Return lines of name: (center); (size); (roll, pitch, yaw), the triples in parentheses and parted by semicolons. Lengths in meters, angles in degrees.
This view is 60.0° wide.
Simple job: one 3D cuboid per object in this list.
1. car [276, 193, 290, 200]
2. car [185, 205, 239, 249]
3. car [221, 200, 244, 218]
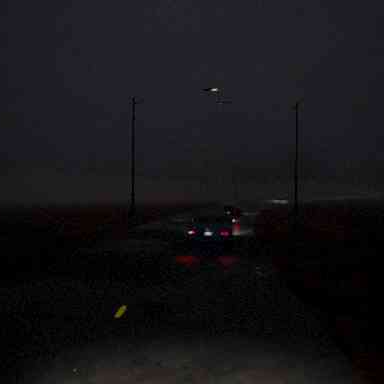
car: (19.963, 1.005, 73.158); (1.882, 1.535, 5.008); (2, 1, 33)
car: (0.867, 1.534, 14.405); (2.033, 1.411, 5.357); (0, 0, 7)
car: (3.461, 1.444, 29.001); (1.812, 1.442, 4.674); (1, 0, 13)
